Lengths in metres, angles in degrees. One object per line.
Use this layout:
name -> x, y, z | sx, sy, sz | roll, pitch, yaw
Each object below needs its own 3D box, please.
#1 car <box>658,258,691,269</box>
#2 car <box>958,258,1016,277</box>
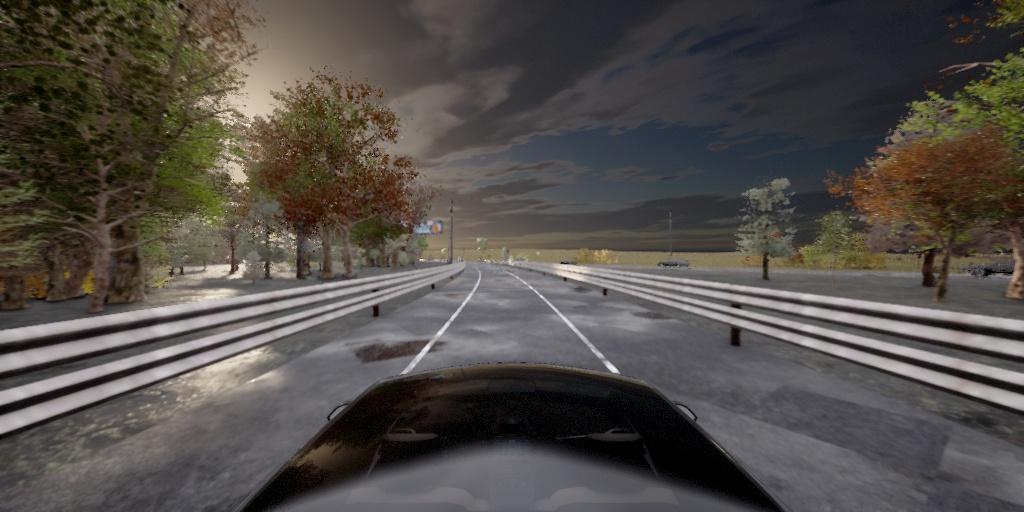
car -> 24.044, 1.034, 53.286 | 2.128, 1.511, 4.902 | 0, 0, -26
car -> 37.059, 0.829, 26.273 | 2.033, 1.411, 5.357 | 0, 0, -26
